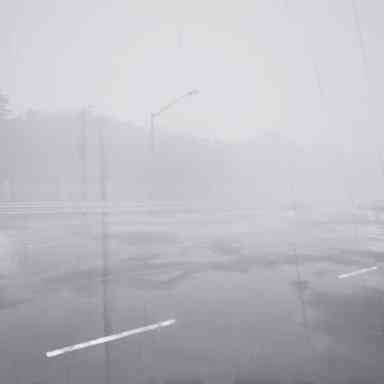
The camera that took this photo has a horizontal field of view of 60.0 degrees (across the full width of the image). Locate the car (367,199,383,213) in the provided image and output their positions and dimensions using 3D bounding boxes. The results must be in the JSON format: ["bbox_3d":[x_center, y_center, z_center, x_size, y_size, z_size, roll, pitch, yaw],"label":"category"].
[{"bbox_3d":[22.253,1.633,37.707,5.008,1.535,1.882,0,0,-37],"label":"car"}]

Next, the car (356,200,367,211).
[{"bbox_3d":[22.948,1.673,42.588,4.892,1.490,1.837,0,0,-37],"label":"car"}]

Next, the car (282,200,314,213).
[{"bbox_3d":[12.517,1.686,39.188,4.181,1.385,1.994,0,0,-37],"label":"car"}]
